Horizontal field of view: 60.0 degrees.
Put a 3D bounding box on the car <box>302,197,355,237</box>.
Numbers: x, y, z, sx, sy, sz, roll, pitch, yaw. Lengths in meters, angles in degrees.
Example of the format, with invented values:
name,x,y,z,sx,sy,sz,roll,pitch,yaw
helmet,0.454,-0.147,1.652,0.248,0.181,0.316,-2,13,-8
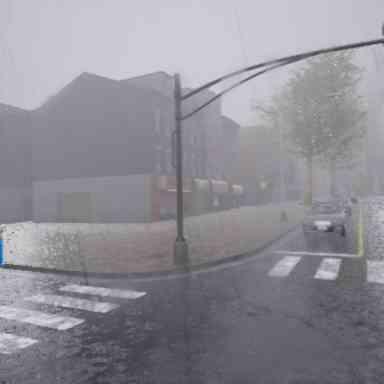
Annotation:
name,x,y,z,sx,sy,sz,roll,pitch,yaw
car,6.721,1.244,16.582,2.128,1.511,4.902,-2,0,27

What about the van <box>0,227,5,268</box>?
name,x,y,z,sx,sy,sz,roll,pitch,yaw
van,-7.702,1.763,10.377,3.998,1.788,1.690,-2,-2,27

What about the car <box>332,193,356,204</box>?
name,x,y,z,sx,sy,sz,roll,pitch,yaw
car,12.058,1.086,27.132,1.837,1.490,4.892,-2,1,27
